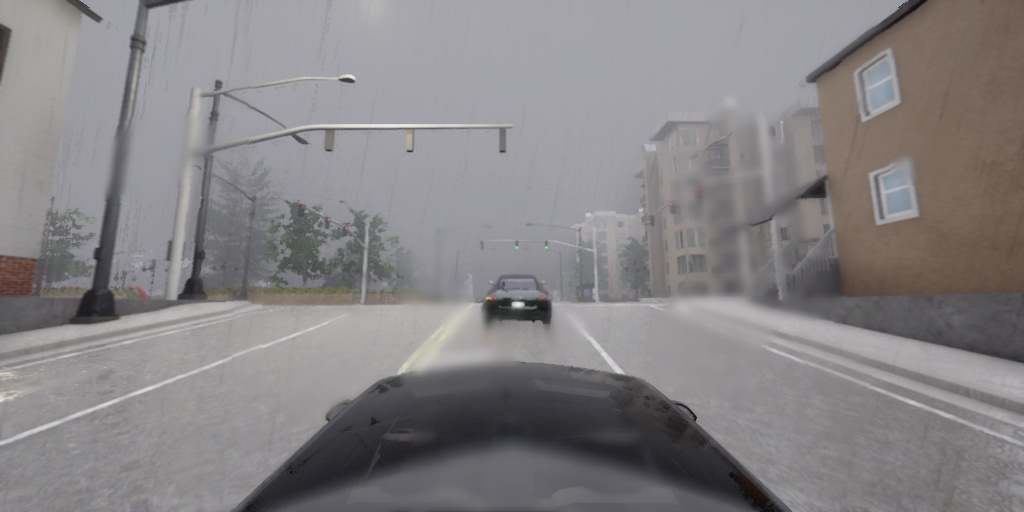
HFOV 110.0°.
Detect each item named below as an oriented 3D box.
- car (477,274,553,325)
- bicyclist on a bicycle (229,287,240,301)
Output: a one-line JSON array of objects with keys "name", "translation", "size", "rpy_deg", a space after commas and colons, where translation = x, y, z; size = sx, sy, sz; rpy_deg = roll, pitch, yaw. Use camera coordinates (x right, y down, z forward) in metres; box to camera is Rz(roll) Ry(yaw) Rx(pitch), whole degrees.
[{"name": "car", "translation": [0.174, 1.244, 11.397], "size": [1.994, 1.385, 4.181], "rpy_deg": [0, 0, 0]}, {"name": "bicyclist on a bicycle", "translation": [-25.830, 3.660, 33.359], "size": [0.582, 1.620, 1.656], "rpy_deg": [-20, 1, -3]}]
